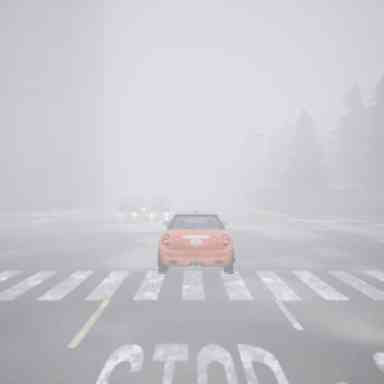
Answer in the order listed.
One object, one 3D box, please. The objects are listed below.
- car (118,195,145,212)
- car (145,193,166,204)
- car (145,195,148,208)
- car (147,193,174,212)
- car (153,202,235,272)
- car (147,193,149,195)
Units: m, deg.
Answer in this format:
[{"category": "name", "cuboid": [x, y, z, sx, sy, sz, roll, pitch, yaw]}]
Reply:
[{"category": "car", "cuboid": [-7.047, 1.306, 38.375, 2.097, 1.767, 4.553, 0, 0, 0]}, {"category": "car", "cuboid": [-6.945, 1.145, 62.356, 2.150, 2.045, 5.566, 0, 0, -26]}, {"category": "car", "cuboid": [-7.217, 1.508, 47.016, 1.994, 1.385, 4.181, 0, 0, -3]}, {"category": "car", "cuboid": [-3.546, 1.307, 38.241, 2.097, 1.767, 4.553, 0, 0, 0]}, {"category": "car", "cuboid": [0.115, 1.358, 10.864, 2.097, 1.767, 4.553, 0, -1, 0]}, {"category": "car", "cuboid": [-9.737, 1.281, 59.722, 2.097, 1.767, 4.553, 0, 0, -25]}]
